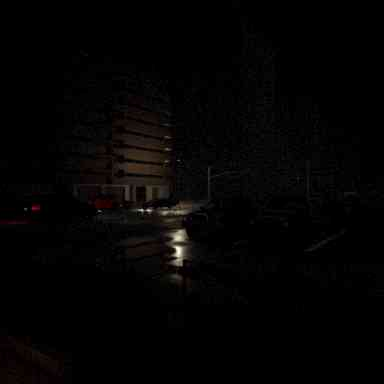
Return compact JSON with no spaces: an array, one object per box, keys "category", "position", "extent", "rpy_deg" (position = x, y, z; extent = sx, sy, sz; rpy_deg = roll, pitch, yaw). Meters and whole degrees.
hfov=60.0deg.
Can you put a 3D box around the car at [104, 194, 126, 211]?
[{"category":"car","position":[-10.295,1.221,36.288],"extent":[2.150,2.045,5.566],"rpy_deg":[0,0,34]}]

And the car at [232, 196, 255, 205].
[{"category":"car","position":[9.168,1.491,58.649],"extent":[2.128,1.511,4.902],"rpy_deg":[0,0,34]}]

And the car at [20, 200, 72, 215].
[{"category":"car","position":[-15.317,1.601,35.090],"extent":[1.895,1.301,4.718],"rpy_deg":[0,0,34]}]

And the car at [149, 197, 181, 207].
[{"category":"car","position":[-4.110,1.547,51.711],"extent":[2.033,1.411,5.357],"rpy_deg":[0,0,35]}]

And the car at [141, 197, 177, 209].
[{"category":"car","position":[-4.487,1.547,44.925],"extent":[2.033,1.411,5.357],"rpy_deg":[0,0,34]}]

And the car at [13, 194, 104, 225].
[{"category":"car","position":[-9.581,1.221,24.428],"extent":[2.150,2.045,5.566],"rpy_deg":[0,0,34]}]

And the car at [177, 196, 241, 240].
[{"category":"car","position":[1.553,1.153,15.995],"extent":[1.932,1.855,4.605],"rpy_deg":[0,0,34]}]

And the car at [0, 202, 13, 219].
[{"category":"car","position":[-15.400,1.564,28.687],"extent":[1.994,1.385,4.181],"rpy_deg":[0,0,34]}]

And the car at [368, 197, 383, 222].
[{"category":"car","position":[15.945,1.395,27.283],"extent":[1.970,1.475,3.806],"rpy_deg":[0,0,34]}]

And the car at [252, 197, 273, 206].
[{"category":"car","position":[12.101,1.526,56.746],"extent":[1.812,1.442,4.674],"rpy_deg":[0,0,34]}]

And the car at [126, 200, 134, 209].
[{"category":"car","position":[-9.942,1.547,43.095],"extent":[2.033,1.411,5.357],"rpy_deg":[0,0,34]}]

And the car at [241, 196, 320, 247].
[{"category":"car","position":[3.920,1.156,14.329],"extent":[1.905,1.878,3.866],"rpy_deg":[0,0,34]}]
